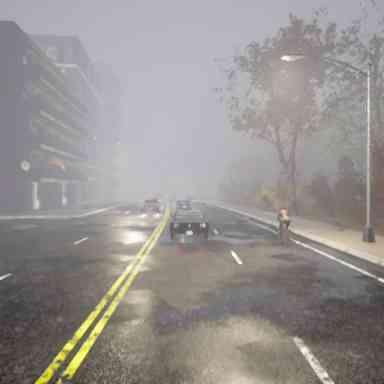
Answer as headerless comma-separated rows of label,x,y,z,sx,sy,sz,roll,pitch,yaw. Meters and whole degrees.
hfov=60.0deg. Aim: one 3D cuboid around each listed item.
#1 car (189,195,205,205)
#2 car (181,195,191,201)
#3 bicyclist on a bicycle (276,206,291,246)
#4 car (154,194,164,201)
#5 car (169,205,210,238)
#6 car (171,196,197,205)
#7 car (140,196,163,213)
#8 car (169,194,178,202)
car,1.033,1.505,55.066,1.895,1.301,4.718,0,0,-5
car,-1.544,1.445,80.075,1.895,1.301,4.718,0,0,-7
bicyclist on a bicycle,3.948,1.430,14.316,0.582,1.620,1.656,0,0,-1
car,-5.587,1.439,54.262,1.812,1.442,4.674,0,0,-4
car,-0.175,1.576,17.507,1.895,1.301,4.718,0,0,-2
car,-0.925,1.492,35.877,2.033,1.411,5.357,0,0,-3
car,-4.368,1.474,35.672,1.812,1.442,4.674,0,0,-3
car,-3.926,1.227,72.165,2.097,1.767,4.553,0,0,-6
